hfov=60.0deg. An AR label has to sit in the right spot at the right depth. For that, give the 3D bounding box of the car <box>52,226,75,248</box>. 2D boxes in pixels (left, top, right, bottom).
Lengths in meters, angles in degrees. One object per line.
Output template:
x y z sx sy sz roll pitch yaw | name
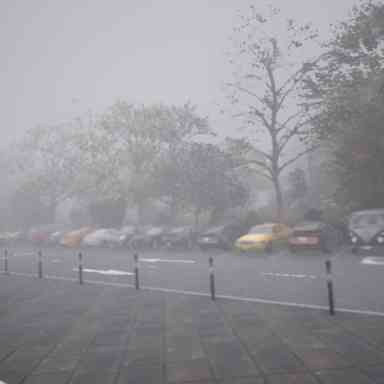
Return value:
-9.101 3.942 29.197 2.097 1.535 5.008 -6 -3 35 | car

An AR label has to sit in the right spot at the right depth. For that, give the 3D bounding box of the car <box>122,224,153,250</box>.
-2.332 3.241 24.398 2.097 1.535 5.008 -6 -3 35 | car

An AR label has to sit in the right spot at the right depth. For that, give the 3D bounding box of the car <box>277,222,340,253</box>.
6.700 2.340 18.006 2.163 1.488 4.792 -6 -3 35 | car

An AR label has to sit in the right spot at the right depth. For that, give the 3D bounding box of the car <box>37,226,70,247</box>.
-11.352 4.217 30.800 2.002 1.452 4.674 -6 -3 35 | car

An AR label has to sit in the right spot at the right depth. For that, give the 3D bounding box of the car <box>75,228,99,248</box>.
-6.842 3.749 27.595 2.002 1.452 4.674 -6 -3 35 | car

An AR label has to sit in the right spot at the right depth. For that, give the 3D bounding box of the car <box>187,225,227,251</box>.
2.191 2.805 21.211 2.163 1.488 4.792 -6 -3 35 | car

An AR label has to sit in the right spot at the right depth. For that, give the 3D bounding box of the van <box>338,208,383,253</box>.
8.850 1.853 16.297 1.878 1.987 4.442 -6 -3 35 | van

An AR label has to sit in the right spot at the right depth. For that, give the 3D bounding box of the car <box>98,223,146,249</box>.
-4.580 3.350 26.028 2.185 1.767 4.553 -6 -3 35 | car

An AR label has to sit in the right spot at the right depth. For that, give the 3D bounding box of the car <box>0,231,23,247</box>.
-18.129 4.910 35.586 2.163 1.488 4.792 -6 -3 35 | car

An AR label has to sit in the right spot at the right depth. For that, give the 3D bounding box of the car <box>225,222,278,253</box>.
4.317 2.540 19.436 1.946 1.575 5.366 -6 -3 35 | car

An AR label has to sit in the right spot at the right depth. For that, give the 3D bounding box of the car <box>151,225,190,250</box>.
-0.085 3.010 22.786 2.231 1.521 4.892 -6 -3 35 | car

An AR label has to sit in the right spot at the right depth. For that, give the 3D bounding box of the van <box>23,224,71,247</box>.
-13.555 4.186 32.513 1.878 1.987 4.442 -6 -3 35 | van
